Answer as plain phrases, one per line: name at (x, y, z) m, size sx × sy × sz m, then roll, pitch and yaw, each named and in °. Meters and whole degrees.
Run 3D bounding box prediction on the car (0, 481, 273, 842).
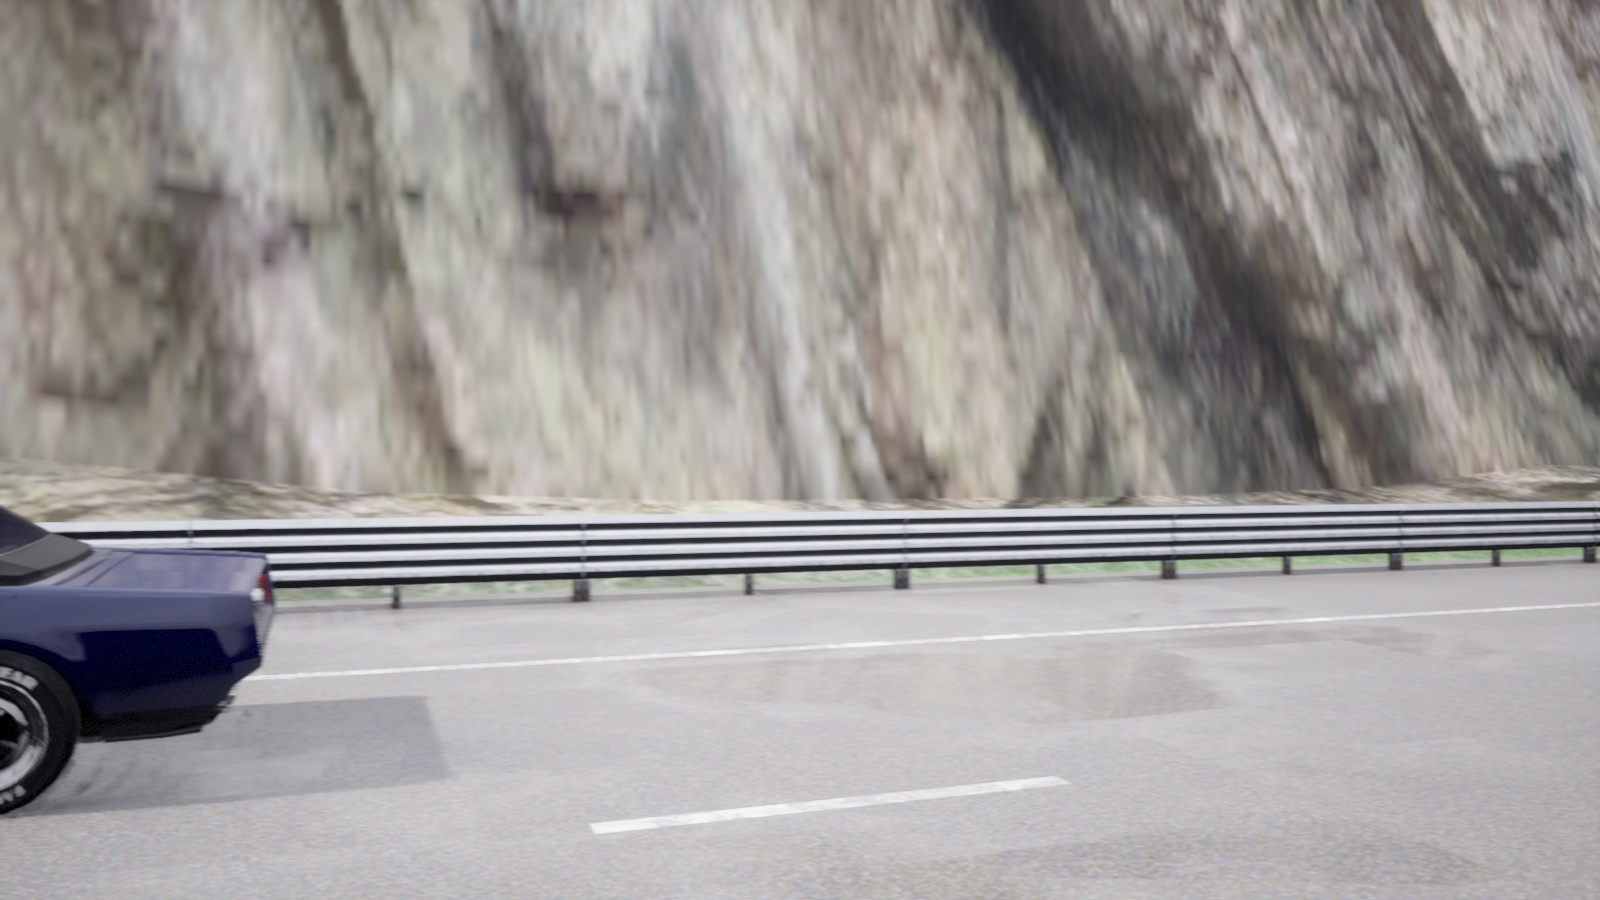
car at (-4.773, 0.866, 5.172) m, size 4.718 × 1.301 × 1.895 m, roll -1°, pitch 1°, yaw -21°
